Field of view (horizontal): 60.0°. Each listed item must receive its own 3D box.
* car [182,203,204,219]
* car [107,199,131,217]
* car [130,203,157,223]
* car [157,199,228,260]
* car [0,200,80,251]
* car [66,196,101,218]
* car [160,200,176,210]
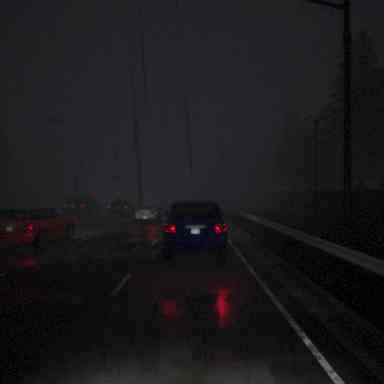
[{"bbox_3d":[0.087,1.764,31.870,1.895,1.301,4.718,0,0,0],"label":"car"},{"bbox_3d":[-6.910,1.519,33.024,2.097,1.767,4.553,0,0,0],"label":"car"},{"bbox_3d":[-3.447,1.662,26.746,1.812,1.442,4.674,0,0,1],"label":"car"},{"bbox_3d":[0.103,1.289,12.778,2.150,2.045,5.566,0,0,0],"label":"car"},{"bbox_3d":[-6.896,1.427,14.732,2.097,1.767,4.553,0,0,0],"label":"car"},{"bbox_3d":[-10.411,1.385,31.861,2.150,2.045,5.566,0,0,0],"label":"car"},{"bbox_3d":[-3.395,1.842,47.384,1.895,1.301,4.718,0,0,0],"label":"car"}]
